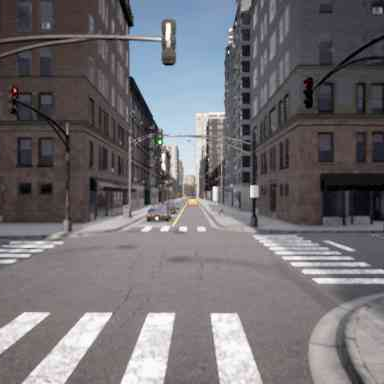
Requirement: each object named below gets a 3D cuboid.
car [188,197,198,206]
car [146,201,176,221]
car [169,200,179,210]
[{"bbox_3d":[0.133,1.928,69.533,2.097,1.767,4.553,0,-1,0],"label":"car"},{"bbox_3d":[-2.832,1.770,29.460,2.033,1.411,5.357,0,0,0],"label":"car"},{"bbox_3d":[-2.822,1.807,39.179,1.837,1.490,4.892,0,0,0],"label":"car"}]
